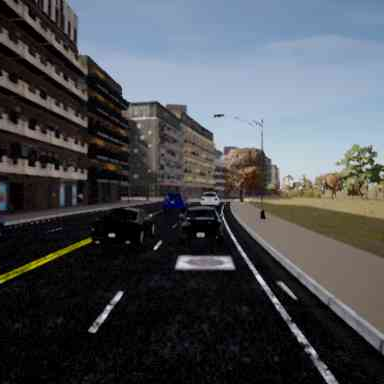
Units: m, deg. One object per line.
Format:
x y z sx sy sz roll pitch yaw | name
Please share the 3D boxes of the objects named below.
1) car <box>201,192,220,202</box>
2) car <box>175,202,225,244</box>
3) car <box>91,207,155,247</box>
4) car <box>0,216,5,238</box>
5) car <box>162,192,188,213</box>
2.372 1.029 42.679 2.150 2.045 5.566 0 0 6 | car
0.430 1.416 15.265 1.837 1.490 4.892 0 0 2 | car
-2.841 1.389 14.566 1.882 1.535 5.008 0 1 2 | car
-9.523 1.431 13.450 1.812 1.442 4.674 0 0 2 | car
-1.652 1.055 34.432 2.150 2.045 5.566 0 1 5 | car
